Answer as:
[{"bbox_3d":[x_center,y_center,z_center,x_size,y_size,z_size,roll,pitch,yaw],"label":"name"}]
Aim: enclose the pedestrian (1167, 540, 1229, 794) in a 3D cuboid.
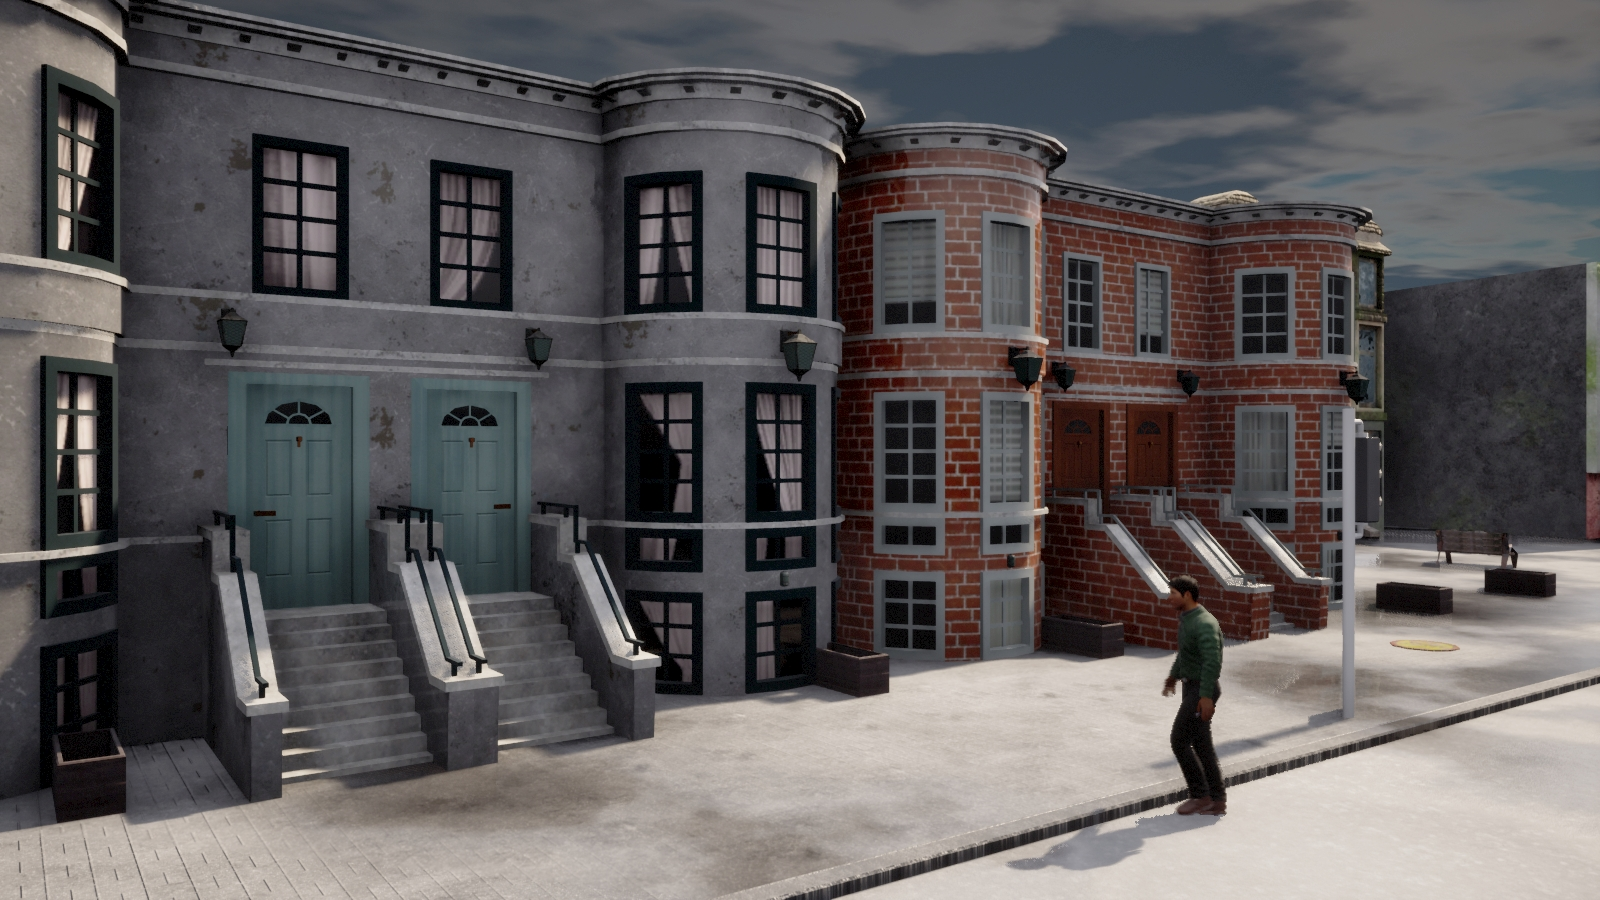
[{"bbox_3d":[3.025,1.629,8.704,0.375,1.860,0.375,0,0,7],"label":"pedestrian"}]
